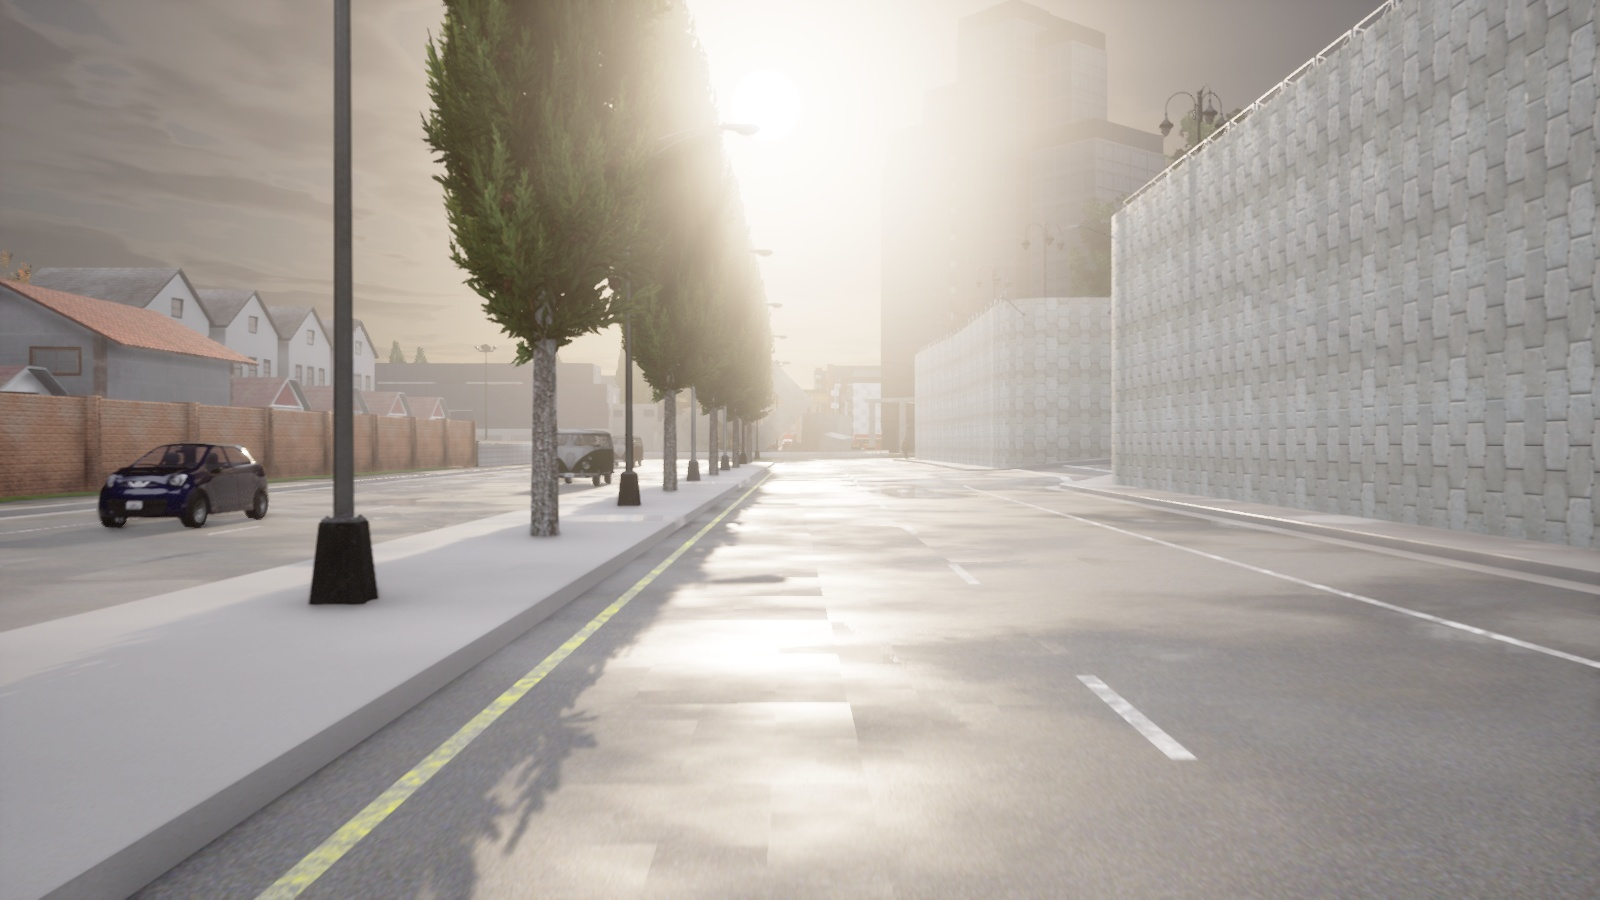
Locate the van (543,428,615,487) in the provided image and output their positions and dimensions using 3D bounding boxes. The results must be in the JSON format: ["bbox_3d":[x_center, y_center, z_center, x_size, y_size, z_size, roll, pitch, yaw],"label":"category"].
[{"bbox_3d":[-7.735,0.243,44.336,1.775,1.987,4.442,0,0,0],"label":"van"}]

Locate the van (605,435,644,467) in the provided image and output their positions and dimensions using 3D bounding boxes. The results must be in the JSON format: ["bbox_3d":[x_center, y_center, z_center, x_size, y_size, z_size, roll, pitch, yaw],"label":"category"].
[{"bbox_3d":[-11.036,0.044,79.197,1.775,1.987,4.442,0,0,0],"label":"van"}]

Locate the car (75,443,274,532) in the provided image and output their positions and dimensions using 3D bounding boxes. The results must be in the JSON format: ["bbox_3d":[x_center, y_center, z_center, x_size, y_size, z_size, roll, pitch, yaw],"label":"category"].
[{"bbox_3d":[-11.354,0.621,23.084,1.845,1.501,3.633,0,0,0],"label":"car"}]
